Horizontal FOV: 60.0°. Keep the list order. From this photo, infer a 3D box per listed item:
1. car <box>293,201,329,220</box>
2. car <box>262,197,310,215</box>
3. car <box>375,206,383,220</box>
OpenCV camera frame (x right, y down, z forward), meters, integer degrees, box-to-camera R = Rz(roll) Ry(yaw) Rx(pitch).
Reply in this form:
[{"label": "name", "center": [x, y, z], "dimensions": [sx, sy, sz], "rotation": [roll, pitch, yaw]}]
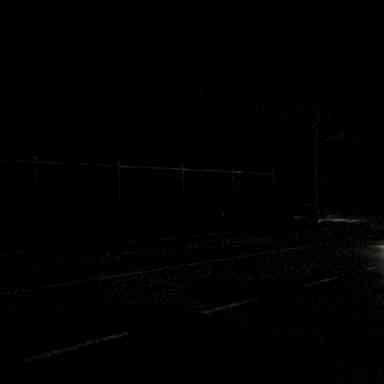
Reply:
[{"label": "car", "center": [9.822, 1.581, 29.601], "dimensions": [1.812, 1.442, 4.674], "rotation": [0, 0, -35]}, {"label": "car", "center": [9.939, 1.407, 35.455], "dimensions": [2.097, 1.767, 4.553], "rotation": [0, 0, -36]}, {"label": "car", "center": [16.840, 1.559, 25.863], "dimensions": [1.812, 1.442, 4.674], "rotation": [0, -1, -36]}]
